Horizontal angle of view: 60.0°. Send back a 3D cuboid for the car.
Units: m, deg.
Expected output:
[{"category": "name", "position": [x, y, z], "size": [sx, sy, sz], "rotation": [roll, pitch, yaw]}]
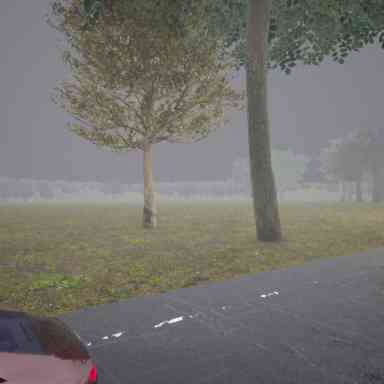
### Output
[{"category": "car", "position": [-2.721, 1.564, 2.041], "size": [4.181, 1.385, 1.994], "rotation": [0, 0, -36]}]
